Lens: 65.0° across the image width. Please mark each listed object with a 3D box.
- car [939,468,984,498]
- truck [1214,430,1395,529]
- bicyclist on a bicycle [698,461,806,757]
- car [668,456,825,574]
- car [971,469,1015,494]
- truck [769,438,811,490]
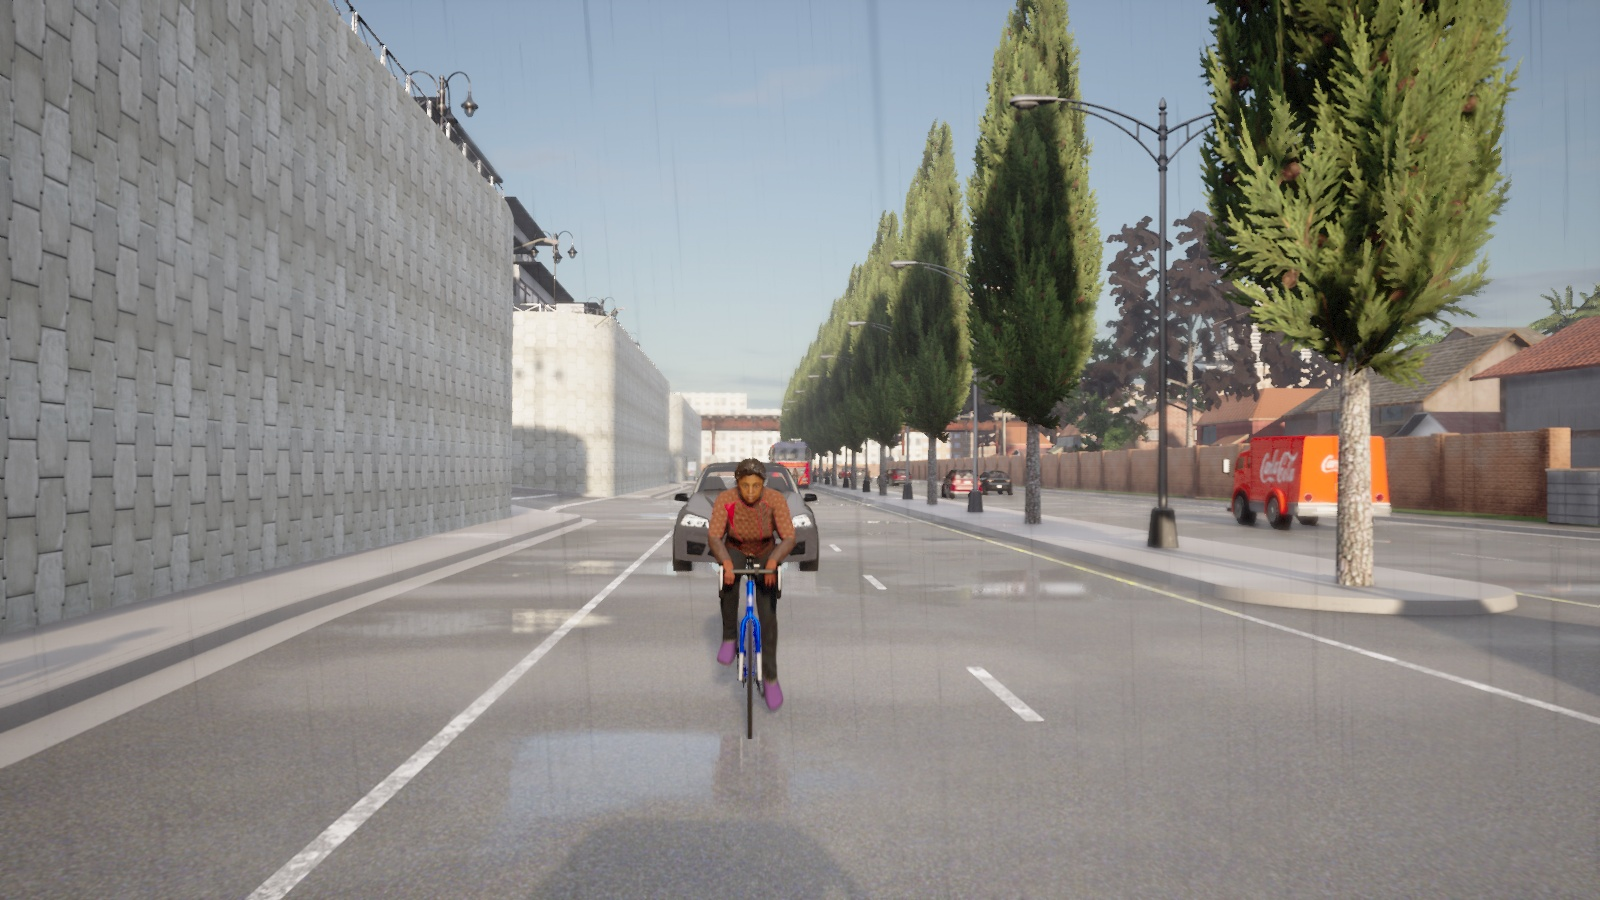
[{"bbox_3d":[8.538,1.730,66.658,1.789,1.549,3.705,0,-1,-3],"label":"car"},{"bbox_3d":[13.520,0.768,34.110,2.627,2.467,5.204,0,-1,-3],"label":"truck"},{"bbox_3d":[-0.299,0.878,7.730,0.582,1.620,1.656,0,-1,-2],"label":"bicyclist on a bicycle"},{"bbox_3d":[-0.863,0.955,20.222,2.242,1.667,4.611,0,-1,-3],"label":"car"},{"bbox_3d":[11.620,1.888,75.931,1.816,1.474,4.193,0,-1,-3],"label":"car"},{"bbox_3d":[-0.841,1.064,96.732,2.891,3.827,8.468,0,-1,-3],"label":"truck"}]
